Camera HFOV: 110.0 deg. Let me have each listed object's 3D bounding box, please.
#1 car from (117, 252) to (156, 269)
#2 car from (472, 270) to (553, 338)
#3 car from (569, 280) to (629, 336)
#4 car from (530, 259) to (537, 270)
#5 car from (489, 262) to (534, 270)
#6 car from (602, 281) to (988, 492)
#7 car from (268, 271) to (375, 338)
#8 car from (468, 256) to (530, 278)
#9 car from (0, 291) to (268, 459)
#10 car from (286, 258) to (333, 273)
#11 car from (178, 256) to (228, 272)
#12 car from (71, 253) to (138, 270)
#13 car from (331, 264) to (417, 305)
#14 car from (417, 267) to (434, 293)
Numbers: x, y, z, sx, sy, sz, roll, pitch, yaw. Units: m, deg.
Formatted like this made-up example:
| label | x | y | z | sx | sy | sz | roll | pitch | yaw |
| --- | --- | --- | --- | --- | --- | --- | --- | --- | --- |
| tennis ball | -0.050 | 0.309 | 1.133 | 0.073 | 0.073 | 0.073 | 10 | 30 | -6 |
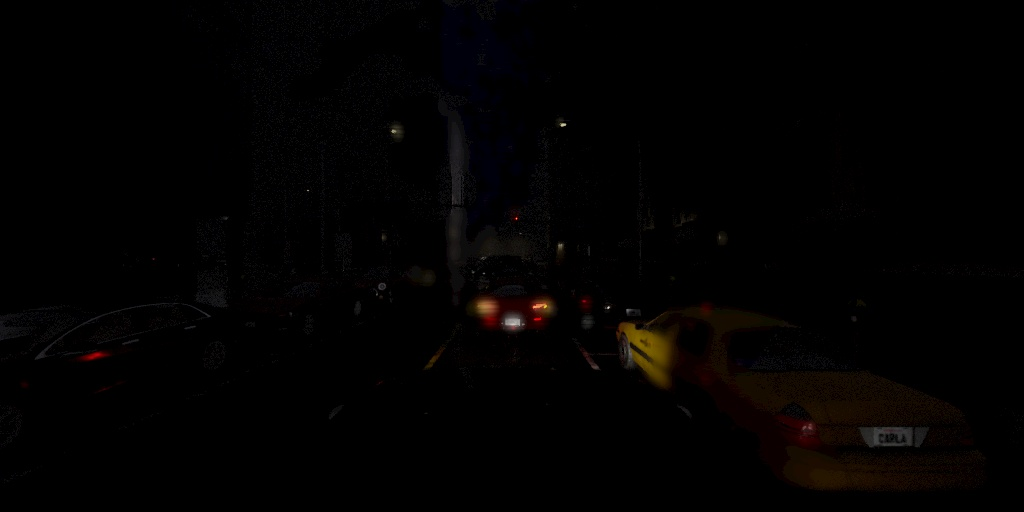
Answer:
| label | x | y | z | sx | sy | sz | roll | pitch | yaw |
| --- | --- | --- | --- | --- | --- | --- | --- | --- | --- |
| car | -38.484 | 0.386 | 35.677 | 4.553 | 1.767 | 2.097 | 1 | 0 | 0 |
| car | 0.060 | 1.276 | 10.028 | 1.812 | 1.442 | 4.674 | 0 | 0 | 0 |
| car | 2.754 | 1.316 | 10.195 | 1.948 | 1.339 | 4.313 | 0 | 0 | 0 |
| car | 2.702 | 1.201 | 53.077 | 1.967 | 1.591 | 4.097 | 0 | 0 | 0 |
| car | -0.002 | 1.256 | 18.895 | 1.837 | 1.490 | 4.892 | 0 | 0 | 0 |
| car | 2.760 | 1.275 | 4.908 | 1.751 | 1.417 | 4.829 | 0 | 0 | 0 |
| car | -5.772 | 1.295 | 10.183 | 1.888 | 1.381 | 4.507 | 0 | 0 | 0 |
| car | -1.234 | 0.980 | 30.749 | 2.150 | 2.045 | 5.566 | 0 | -1 | 40 |
| car | -5.765 | 1.301 | 4.726 | 2.007 | 1.370 | 4.403 | 0 | 0 | 0 |
| car | -17.858 | 0.936 | 32.540 | 4.892 | 1.490 | 1.837 | 1 | 0 | 0 |
| car | -27.357 | 0.752 | 32.511 | 4.892 | 1.490 | 1.837 | 1 | 0 | 0 |
| car | -37.280 | 0.622 | 32.486 | 4.181 | 1.385 | 1.994 | 1 | 0 | -1 |
| car | -5.778 | 1.190 | 15.640 | 1.967 | 1.591 | 4.097 | 0 | 0 | 0 |
| car | -5.785 | 1.277 | 20.926 | 1.751 | 1.417 | 4.829 | 0 | 0 | 0 |
